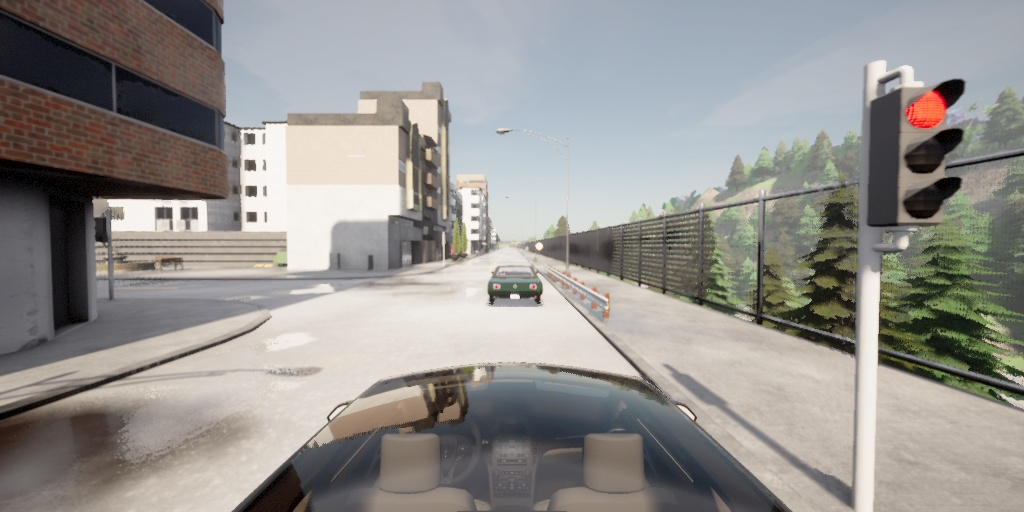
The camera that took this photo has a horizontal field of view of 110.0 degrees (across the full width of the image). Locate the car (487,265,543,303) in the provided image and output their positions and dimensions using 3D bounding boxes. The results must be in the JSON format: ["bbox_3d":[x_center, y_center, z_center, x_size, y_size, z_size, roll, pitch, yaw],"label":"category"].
[{"bbox_3d":[0.104,0.990,14.100,1.895,1.301,4.718,0,2,0],"label":"car"}]
